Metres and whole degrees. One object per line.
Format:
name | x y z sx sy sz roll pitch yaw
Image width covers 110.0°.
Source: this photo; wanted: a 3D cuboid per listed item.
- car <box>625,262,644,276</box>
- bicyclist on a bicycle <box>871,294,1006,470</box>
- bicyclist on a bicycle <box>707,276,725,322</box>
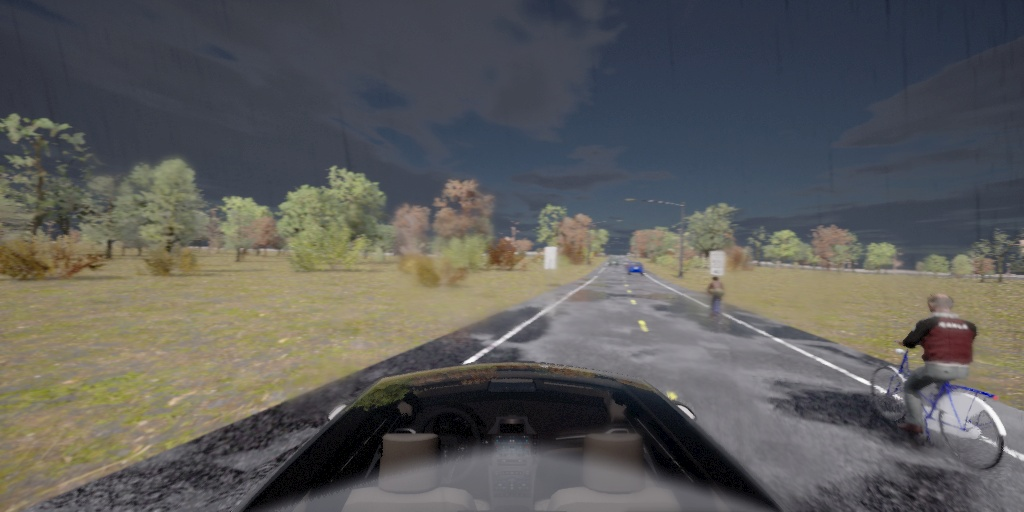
car | 18.976 1.866 55.143 2.150 2.045 5.566 2 1 16
bicyclist on a bicycle | 4.930 1.322 4.290 0.659 1.776 1.843 2 0 16
bicyclist on a bicycle | 7.580 1.587 13.325 0.582 1.620 1.656 2 -1 16
